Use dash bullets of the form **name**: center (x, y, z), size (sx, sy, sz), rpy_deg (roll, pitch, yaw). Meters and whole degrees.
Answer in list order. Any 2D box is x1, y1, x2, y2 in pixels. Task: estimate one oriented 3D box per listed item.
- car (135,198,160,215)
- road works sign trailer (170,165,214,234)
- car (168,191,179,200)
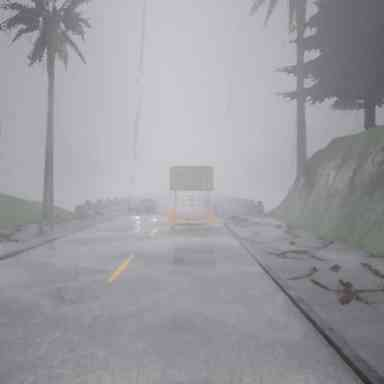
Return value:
- **car**: center (-4.088, 1.303, 30.954), size (1.837, 1.490, 4.892), rpy_deg (0, 0, 0)
- **road works sign trailer**: center (-0.002, 0.345, 18.178), size (2.380, 3.560, 2.880), rpy_deg (0, 0, 0)
- **car**: center (-4.005, 0.617, 73.481), size (2.150, 2.045, 5.566), rpy_deg (0, 0, 0)
